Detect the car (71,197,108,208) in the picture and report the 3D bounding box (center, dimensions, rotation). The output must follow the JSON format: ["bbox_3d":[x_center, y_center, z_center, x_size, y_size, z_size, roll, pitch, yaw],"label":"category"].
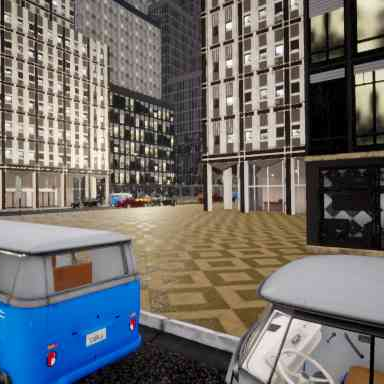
[{"bbox_3d":[-13.816,1.404,43.776,1.947,1.339,4.313,0,0,36],"label":"car"}]

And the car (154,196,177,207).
[{"bbox_3d":[-3.700,1.230,43.407,2.008,1.369,4.403,0,0,36],"label":"car"}]

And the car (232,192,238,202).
[{"bbox_3d":[6.293,1.101,57.053,2.008,1.369,4.403,0,0,36],"label":"car"}]

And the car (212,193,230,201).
[{"bbox_3d":[6.178,1.017,71.079,1.967,1.590,4.097,0,0,36],"label":"car"}]

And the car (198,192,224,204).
[{"bbox_3d":[2.960,0.909,52.504,2.192,1.841,5.009,0,0,36],"label":"car"}]

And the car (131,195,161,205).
[{"bbox_3d":[-7.252,1.279,52.739,1.752,1.417,4.829,0,0,36],"label":"car"}]

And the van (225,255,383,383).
[{"bbox_3d":[1.995,1.341,1.464,3.998,1.788,1.690,0,-1,36],"label":"van"}]

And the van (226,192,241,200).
[{"bbox_3d":[9.509,0.872,75.630,1.690,1.788,3.998,0,0,36],"label":"van"}]

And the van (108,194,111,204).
[{"bbox_3d":[-10.485,1.136,48.326,1.690,1.788,3.998,0,0,36],"label":"van"}]

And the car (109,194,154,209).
[{"bbox_3d":[-7.031,1.267,38.858,1.887,1.381,4.507,0,0,36],"label":"car"}]

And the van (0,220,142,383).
[{"bbox_3d":[-2.545,1.342,4.703,3.998,1.788,1.690,0,-1,36],"label":"van"}]
